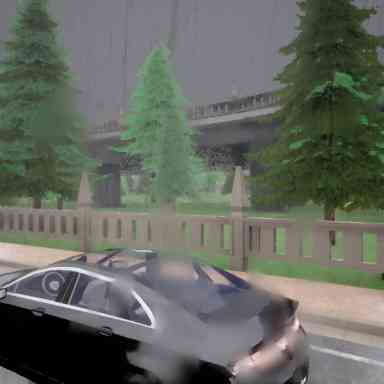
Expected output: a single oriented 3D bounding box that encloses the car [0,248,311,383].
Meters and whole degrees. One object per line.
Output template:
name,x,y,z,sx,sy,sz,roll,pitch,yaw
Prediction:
car,-1.100,1.492,4.193,4.902,1.511,2.128,0,0,33
